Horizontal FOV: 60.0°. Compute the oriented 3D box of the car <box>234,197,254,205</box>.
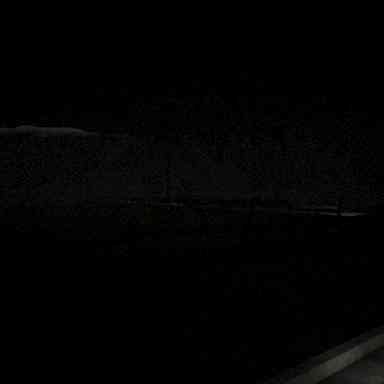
[{"bbox_3d":[7.477,1.586,54.916,1.895,1.301,4.718,0,0,-35],"label":"car"}]

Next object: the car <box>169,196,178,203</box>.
[{"bbox_3d":[-4.493,1.528,71.933,2.033,1.411,5.357,0,0,-35],"label":"car"}]

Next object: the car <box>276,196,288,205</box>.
[{"bbox_3d":[14.256,1.461,57.436,1.882,1.535,5.008,0,0,-35],"label":"car"}]

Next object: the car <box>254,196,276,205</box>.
[{"bbox_3d":[11.088,1.462,55.860,1.882,1.535,5.008,0,0,-35],"label":"car"}]

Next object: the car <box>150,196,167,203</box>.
[{"bbox_3d":[-7.821,1.512,70.584,1.812,1.442,4.674,0,0,-35],"label":"car"}]

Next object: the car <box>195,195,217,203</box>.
[{"bbox_3d":[3.057,1.508,73.289,2.128,1.511,4.902,0,0,-35],"label":"car"}]

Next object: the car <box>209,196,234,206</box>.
[{"bbox_3d":[4.074,1.513,53.673,1.812,1.442,4.674,0,0,-35],"label":"car"}]

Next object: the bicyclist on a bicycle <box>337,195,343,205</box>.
[{"bbox_3d":[23.067,1.284,51.748,1.656,1.620,0.582,0,0,-35],"label":"bicyclist on a bicycle"}]

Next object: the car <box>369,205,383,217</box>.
[{"bbox_3d":[17.594,1.480,28.215,2.128,1.511,4.902,0,0,-35],"label":"car"}]

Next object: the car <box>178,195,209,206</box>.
[{"bbox_3d":[0.171,1.589,53.151,1.895,1.301,4.718,0,0,-35],"label":"car"}]

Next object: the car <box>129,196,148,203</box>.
[{"bbox_3d":[-11.586,1.551,69.944,1.994,1.385,4.181,0,0,-35],"label":"car"}]

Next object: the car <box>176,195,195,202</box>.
[{"bbox_3d":[-1.434,1.485,73.616,1.837,1.490,4.892,0,0,-35],"label":"car"}]
